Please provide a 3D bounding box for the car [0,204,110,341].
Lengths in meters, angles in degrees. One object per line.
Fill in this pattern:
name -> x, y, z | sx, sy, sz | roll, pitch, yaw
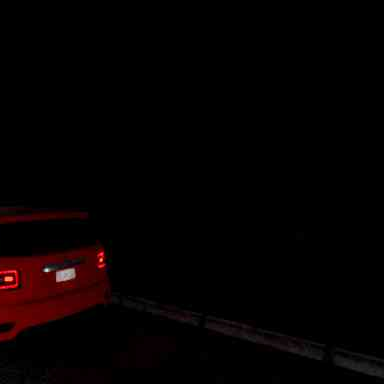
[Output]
car -> -3.940, 1.245, 6.200 | 5.566, 2.045, 2.150 | 0, 0, 36
